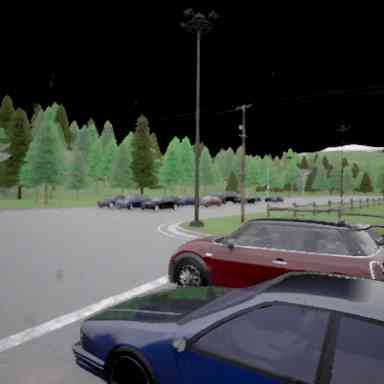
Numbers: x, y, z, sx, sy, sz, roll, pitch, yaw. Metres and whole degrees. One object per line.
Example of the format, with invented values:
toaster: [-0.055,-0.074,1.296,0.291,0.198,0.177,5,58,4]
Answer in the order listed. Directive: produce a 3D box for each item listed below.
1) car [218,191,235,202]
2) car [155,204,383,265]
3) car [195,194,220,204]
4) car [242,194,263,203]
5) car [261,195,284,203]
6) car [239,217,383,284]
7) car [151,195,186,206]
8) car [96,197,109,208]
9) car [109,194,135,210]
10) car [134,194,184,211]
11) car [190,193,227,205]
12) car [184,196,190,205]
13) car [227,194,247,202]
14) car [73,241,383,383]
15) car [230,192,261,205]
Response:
car: [5.193,0.882,52.819,2.150,2.045,5.566,1,1,37]
car: [1.688,1.318,7.047,4.553,1.767,2.097,1,1,35]
car: [2.634,1.120,55.237,1.837,1.490,4.892,1,1,36]
car: [11.152,1.166,60.927,1.837,1.490,4.892,1,1,37]
car: [14.877,1.255,60.063,2.033,1.411,5.357,1,1,37]
car: [3.954,1.571,9.725,4.718,1.301,1.895,1,1,35]
car: [-3.278,1.161,47.201,2.033,1.411,5.357,1,1,37]
car: [-9.005,1.118,39.319,1.837,1.490,4.892,1,1,36]
car: [-6.405,1.010,36.928,2.097,1.767,4.553,1,1,36]
car: [-3.350,1.180,35.199,1.882,1.535,5.008,1,1,36]
car: [2.147,1.230,42.751,1.812,1.442,4.674,1,1,36]
car: [-0.846,1.206,44.602,2.033,1.411,5.357,1,1,36]
car: [8.637,1.143,63.344,1.812,1.442,4.674,1,1,36]
car: [1.260,1.539,3.044,5.357,1.411,2.033,1,1,34]
car: [8.230,1.183,51.063,1.882,1.535,5.008,1,1,36]
